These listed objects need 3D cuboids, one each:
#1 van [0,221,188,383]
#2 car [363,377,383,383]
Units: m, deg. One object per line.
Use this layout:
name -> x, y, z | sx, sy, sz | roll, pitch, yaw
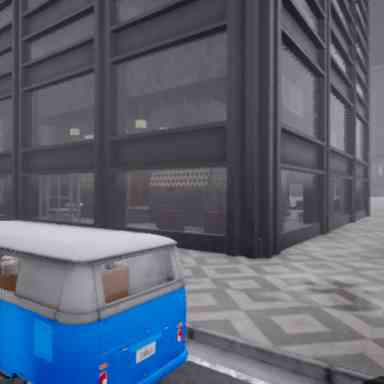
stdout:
van -> -1.962, 1.342, 4.359 | 3.998, 1.788, 1.690 | 0, 0, 35
car -> 2.631, 1.566, 1.084 | 4.313, 1.339, 1.947 | 0, 0, 35
